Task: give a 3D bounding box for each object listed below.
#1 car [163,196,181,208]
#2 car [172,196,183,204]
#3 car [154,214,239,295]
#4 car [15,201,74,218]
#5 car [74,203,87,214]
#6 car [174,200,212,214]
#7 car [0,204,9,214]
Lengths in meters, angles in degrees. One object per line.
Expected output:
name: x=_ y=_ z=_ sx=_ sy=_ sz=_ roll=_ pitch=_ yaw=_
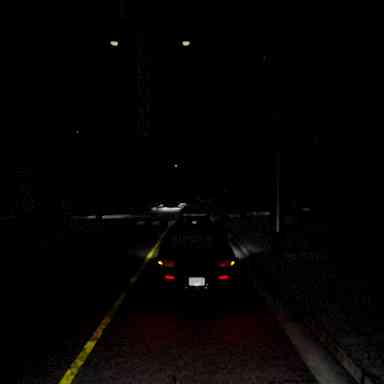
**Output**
car: x=-3.106 y=1.641 z=49.391 sx=1.994 sy=1.385 sz=4.181 roll=0 pitch=0 yaw=0
car: x=-3.015 y=1.590 z=69.433 sx=2.128 sy=1.511 sz=4.902 roll=0 pitch=0 yaw=0
car: x=0.096 y=1.543 z=8.648 sx=1.812 sy=1.442 sz=4.674 roll=0 pitch=0 yaw=0
car: x=-14.080 y=1.771 z=31.451 sx=4.718 sy=1.301 sz=1.895 roll=-1 pitch=-1 yaw=-1
car: x=-14.402 y=1.759 z=37.374 sx=4.829 sy=1.417 sz=1.752 roll=-1 pitch=0 yaw=0
car: x=0.228 y=1.531 z=21.539 sx=2.128 sy=1.511 sz=4.902 roll=0 pitch=0 yaw=2
car: x=-19.856 y=1.833 z=37.342 sx=4.507 sy=1.381 sz=1.887 roll=-1 pitch=0 yaw=0
